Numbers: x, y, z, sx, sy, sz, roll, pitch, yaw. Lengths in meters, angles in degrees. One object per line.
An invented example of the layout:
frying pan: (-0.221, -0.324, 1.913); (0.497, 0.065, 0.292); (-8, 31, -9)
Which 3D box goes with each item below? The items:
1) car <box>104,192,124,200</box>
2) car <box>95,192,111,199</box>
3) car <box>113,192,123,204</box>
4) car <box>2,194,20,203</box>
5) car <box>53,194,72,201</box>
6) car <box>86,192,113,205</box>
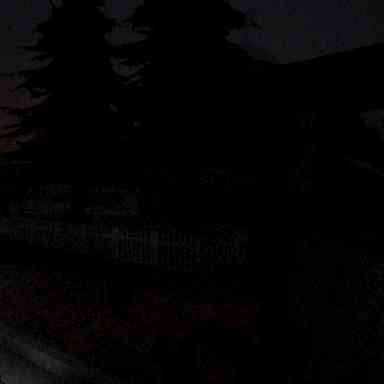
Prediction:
car: (-17.767, 0.894, 75.551); (4.605, 1.855, 1.932); (0, 0, 36)
car: (-22.194, 0.847, 82.839); (3.866, 1.878, 1.905); (0, 0, 36)
car: (-13.091, 0.934, 52.438); (3.866, 1.878, 1.905); (0, 0, 36)
car: (-31.590, 1.113, 57.845); (3.633, 1.501, 1.845); (0, 0, 36)
car: (-25.674, 1.092, 65.899); (4.514, 1.523, 2.007); (0, 0, 36)
car: (-14.468, 0.956, 49.847); (4.605, 1.855, 1.932); (0, 0, 36)
